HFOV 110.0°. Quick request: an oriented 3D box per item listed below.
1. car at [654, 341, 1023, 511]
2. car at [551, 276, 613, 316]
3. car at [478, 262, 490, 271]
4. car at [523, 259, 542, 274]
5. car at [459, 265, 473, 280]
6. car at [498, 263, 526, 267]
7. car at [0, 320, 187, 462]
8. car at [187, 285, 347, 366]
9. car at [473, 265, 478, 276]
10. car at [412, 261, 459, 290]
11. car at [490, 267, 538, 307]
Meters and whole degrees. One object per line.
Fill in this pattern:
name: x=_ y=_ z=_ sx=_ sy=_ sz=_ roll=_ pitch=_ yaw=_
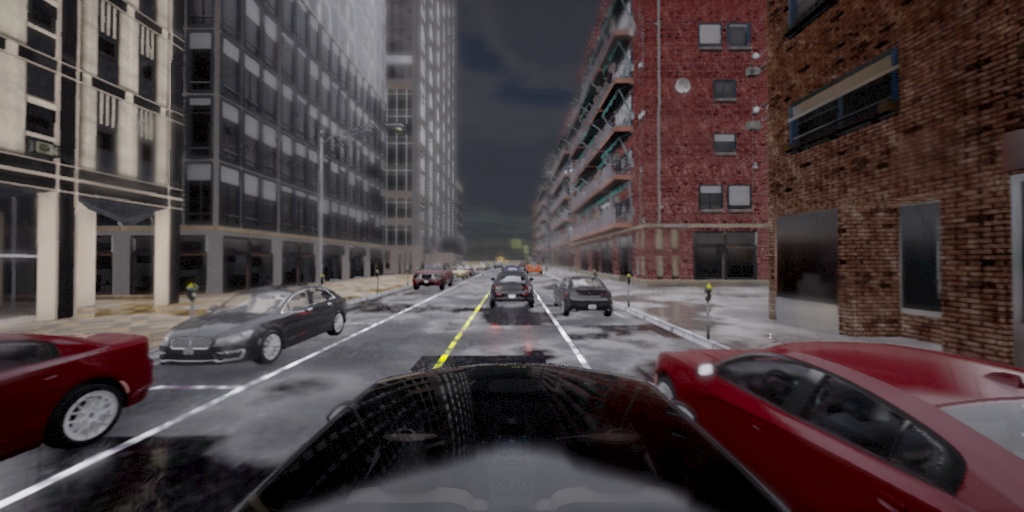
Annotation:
car: x=2.565 y=1.303 z=2.597 sx=1.888 sy=1.381 sz=4.507 roll=0 pitch=0 yaw=0
car: x=2.569 y=1.411 z=13.650 sx=2.007 sy=1.370 sz=4.403 roll=0 pitch=0 yaw=0
car: x=-5.294 y=1.842 z=63.225 sx=1.751 sy=1.417 sz=4.829 roll=0 pitch=0 yaw=0
car: x=3.004 y=1.544 z=49.553 sx=2.097 sy=1.767 sz=4.553 roll=0 pitch=-1 yaw=0
car: x=-5.304 y=1.590 z=35.560 sx=1.751 sy=1.417 sz=4.829 roll=0 pitch=0 yaw=0
car: x=0.016 y=1.549 z=31.234 sx=1.812 sy=1.442 sz=4.674 roll=0 pitch=0 yaw=0
car: x=-5.315 y=1.302 z=2.533 sx=1.888 sy=1.381 sz=4.507 roll=0 pitch=0 yaw=0
car: x=-5.313 y=1.359 z=8.066 sx=2.007 sy=1.370 sz=4.403 roll=0 pitch=0 yaw=0
car: x=-5.302 y=1.698 z=41.263 sx=1.802 sy=1.307 sz=4.207 roll=0 pitch=0 yaw=0
car: x=-5.307 y=1.277 z=24.664 sx=2.192 sy=1.841 sz=5.009 roll=0 pitch=0 yaw=0
car: x=0.010 y=1.410 z=16.228 sx=1.812 sy=1.442 sz=4.674 roll=0 pitch=0 yaw=0
